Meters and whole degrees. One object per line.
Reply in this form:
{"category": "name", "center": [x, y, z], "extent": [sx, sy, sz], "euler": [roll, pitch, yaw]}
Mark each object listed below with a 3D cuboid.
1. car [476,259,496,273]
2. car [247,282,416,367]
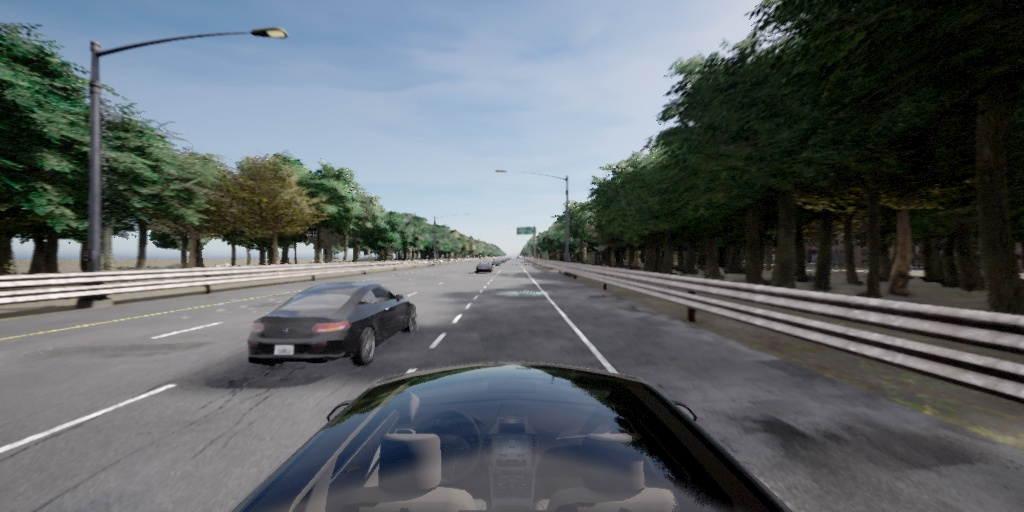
{"category": "car", "center": [-3.432, 1.360, 44.968], "extent": [1.994, 1.385, 4.181], "euler": [0, 0, 0]}
{"category": "car", "center": [-3.503, 1.281, 7.816], "extent": [1.812, 1.442, 4.674], "euler": [0, 0, 0]}
